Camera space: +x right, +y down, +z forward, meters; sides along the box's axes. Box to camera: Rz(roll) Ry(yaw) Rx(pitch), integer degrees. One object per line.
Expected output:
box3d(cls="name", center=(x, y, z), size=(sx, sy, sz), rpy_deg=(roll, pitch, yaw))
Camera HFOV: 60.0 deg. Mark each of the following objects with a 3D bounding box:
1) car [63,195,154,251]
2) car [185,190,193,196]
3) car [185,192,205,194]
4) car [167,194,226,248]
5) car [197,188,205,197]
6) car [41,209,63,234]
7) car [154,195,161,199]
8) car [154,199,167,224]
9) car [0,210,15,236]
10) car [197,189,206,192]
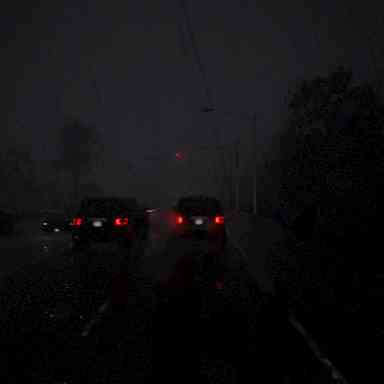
box3d(cls="car", center=(-3.215, 1.223, 14.187), size=(2.150, 2.045, 5.566), rpy_deg=(0, 0, 1))
box3d(cls="car", center=(-0.866, 0.332, 93.391), size=(1.882, 1.535, 5.008), rpy_deg=(0, 3, 2))
box3d(cls="car", center=(0.567, 1.232, 25.249), size=(2.150, 2.045, 5.566), rpy_deg=(0, 0, 2))
box3d(cls="car", center=(0.303, 1.224, 14.906), size=(2.150, 2.045, 5.566), rpy_deg=(0, -1, 1))
box3d(cls="car", center=(2.633, 0.080, 93.295), size=(2.150, 2.045, 5.566), rpy_deg=(0, 3, 2))
box3d(cls="car", center=(-6.778, 1.553, 19.517), size=(2.033, 1.411, 5.357), rpy_deg=(0, 0, 2))
box3d(cls="car", center=(-8.419, 1.459, 76.365), size=(1.895, 1.301, 4.718), rpy_deg=(0, 1, 2))
box3d(cls="car", center=(-2.954, 1.500, 24.735), size=(2.128, 1.511, 4.902), rpy_deg=(0, 0, 2))
box3d(cls="car", center=(-10.376, 1.493, 15.678), size=(2.128, 1.511, 4.902), rpy_deg=(0, 0, 1))
box3d(cls="car", center=(2.308, 0.885, 83.245), size=(2.097, 1.767, 4.553), rpy_deg=(0, 3, 2))
